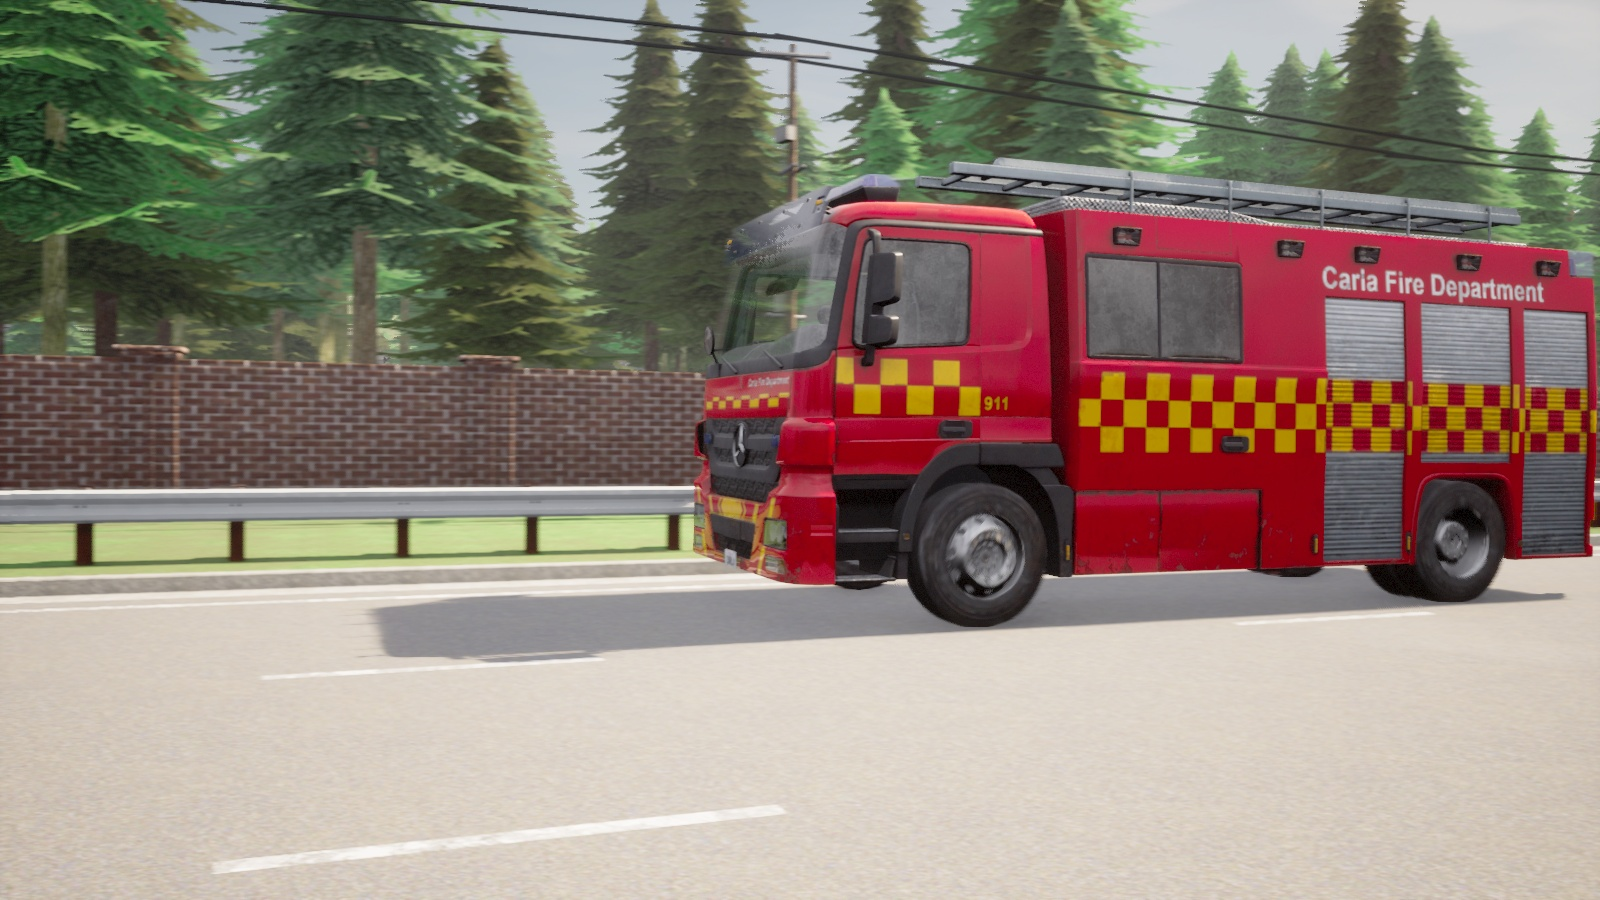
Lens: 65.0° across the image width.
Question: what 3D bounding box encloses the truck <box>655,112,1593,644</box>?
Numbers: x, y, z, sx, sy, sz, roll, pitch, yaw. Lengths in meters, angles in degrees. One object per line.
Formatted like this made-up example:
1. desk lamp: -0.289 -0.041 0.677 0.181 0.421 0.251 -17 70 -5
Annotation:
1. truck: 3.139 -0.595 11.904 8.468 3.827 2.891 -1 1 -21
